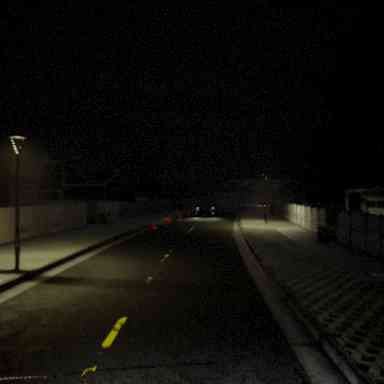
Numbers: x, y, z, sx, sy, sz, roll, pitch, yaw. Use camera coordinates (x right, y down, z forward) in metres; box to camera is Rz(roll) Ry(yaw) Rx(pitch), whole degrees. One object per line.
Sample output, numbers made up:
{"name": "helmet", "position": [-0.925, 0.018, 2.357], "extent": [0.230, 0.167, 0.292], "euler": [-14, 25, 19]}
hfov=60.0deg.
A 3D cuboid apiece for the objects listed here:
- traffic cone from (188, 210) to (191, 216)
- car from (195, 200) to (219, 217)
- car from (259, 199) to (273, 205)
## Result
{"name": "traffic cone", "position": [-0.297, 2.343, 37.161], "extent": [0.340, 0.580, 0.340], "euler": [0, -1, 11]}
{"name": "car", "position": [1.668, 1.721, 35.469], "extent": [2.097, 1.767, 4.553], "euler": [0, -1, 10]}
{"name": "car", "position": [17.608, 2.369, 78.848], "extent": [1.882, 1.535, 5.008], "euler": [-1, -1, 35]}
